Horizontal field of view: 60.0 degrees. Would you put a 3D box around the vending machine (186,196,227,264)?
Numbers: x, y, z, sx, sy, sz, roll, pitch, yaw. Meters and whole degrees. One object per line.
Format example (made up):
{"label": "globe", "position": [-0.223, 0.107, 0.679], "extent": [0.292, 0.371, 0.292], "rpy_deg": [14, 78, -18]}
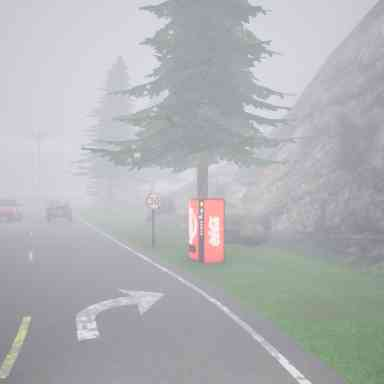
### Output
{"label": "vending machine", "position": [0.470, 1.195, 11.054], "extent": [1.100, 2.100, 0.880], "rpy_deg": [0, 0, -26]}

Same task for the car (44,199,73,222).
{"label": "car", "position": [-10.775, 1.492, 26.854], "extent": [2.128, 1.511, 4.902], "rpy_deg": [0, 0, -25]}

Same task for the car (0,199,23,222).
{"label": "car", "position": [-14.357, 1.352, 25.812], "extent": [2.097, 1.767, 4.553], "rpy_deg": [0, 0, -25]}

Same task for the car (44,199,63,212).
{"label": "car", "position": [-16.488, 1.547, 39.528], "extent": [2.033, 1.411, 5.357], "rpy_deg": [0, 0, -23]}
